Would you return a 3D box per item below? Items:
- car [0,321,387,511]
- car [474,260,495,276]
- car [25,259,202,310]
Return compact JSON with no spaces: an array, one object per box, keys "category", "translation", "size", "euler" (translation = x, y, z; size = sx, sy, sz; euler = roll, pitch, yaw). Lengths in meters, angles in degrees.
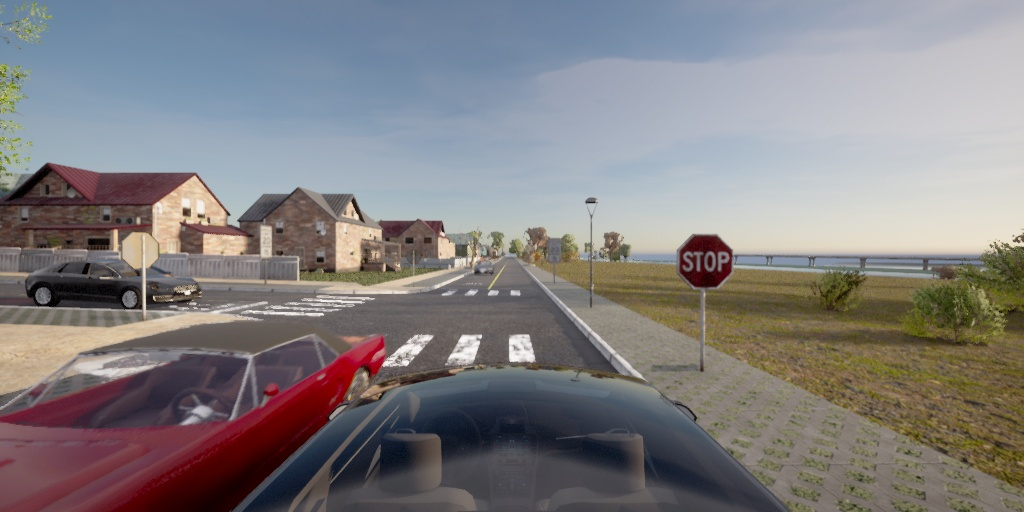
[{"category":"car","translation":[-2.748,1.351,2.971],"size":[1.895,1.301,4.718],"euler":[0,0,0]},{"category":"car","translation":[-2.768,1.215,36.505],"size":[2.128,1.511,4.902],"euler":[0,0,0]},{"category":"car","translation":[-13.164,0.892,12.002],"size":[4.892,1.490,1.837],"euler":[2,0,3]}]
